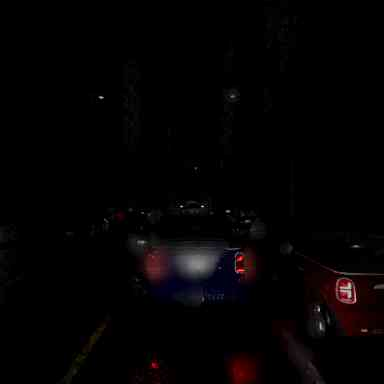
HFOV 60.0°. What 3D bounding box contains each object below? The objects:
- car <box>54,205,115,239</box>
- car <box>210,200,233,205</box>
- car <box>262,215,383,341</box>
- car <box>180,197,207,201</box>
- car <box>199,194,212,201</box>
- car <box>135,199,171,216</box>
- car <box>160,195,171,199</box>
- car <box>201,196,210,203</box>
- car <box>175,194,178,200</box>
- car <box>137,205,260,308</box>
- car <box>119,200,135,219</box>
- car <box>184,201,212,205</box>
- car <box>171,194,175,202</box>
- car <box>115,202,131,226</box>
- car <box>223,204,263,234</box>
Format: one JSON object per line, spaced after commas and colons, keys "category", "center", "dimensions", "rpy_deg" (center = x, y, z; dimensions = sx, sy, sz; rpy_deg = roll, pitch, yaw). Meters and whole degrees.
{"category": "car", "center": [-5.669, 1.567, 17.532], "dimensions": [1.947, 1.339, 4.313], "rpy_deg": [0, 0, 0]}
{"category": "car", "center": [2.858, 1.569, 28.534], "dimensions": [1.947, 1.339, 4.313], "rpy_deg": [0, 0, 0]}
{"category": "car", "center": [2.855, 1.440, 6.528], "dimensions": [1.967, 1.590, 4.097], "rpy_deg": [0, 0, 0]}
{"category": "car", "center": [0.003, 1.459, 27.399], "dimensions": [1.801, 1.575, 5.366], "rpy_deg": [0, 0, 0]}
{"category": "car", "center": [2.896, 1.484, 65.624], "dimensions": [1.967, 1.590, 4.097], "rpy_deg": [0, 0, 0]}
{"category": "car", "center": [-3.025, 1.510, 26.618], "dimensions": [1.837, 1.490, 4.892], "rpy_deg": [0, -1, 0]}
{"category": "car", "center": [-5.628, 1.625, 65.638], "dimensions": [1.802, 1.307, 4.206], "rpy_deg": [0, 0, 0]}
{"category": "car", "center": [2.907, 1.579, 71.203], "dimensions": [1.752, 1.417, 4.829], "rpy_deg": [0, 0, 0]}
{"category": "car", "center": [-5.576, 1.637, 92.510], "dimensions": [1.752, 1.417, 4.829], "rpy_deg": [0, 0, 0]}
{"category": "car", "center": [0.100, 1.352, 8.097], "dimensions": [2.097, 1.767, 4.553], "rpy_deg": [0, 0, 0]}
{"category": "car", "center": [-5.668, 1.443, 28.535], "dimensions": [1.967, 1.590, 4.097], "rpy_deg": [0, 0, 0]}
{"category": "car", "center": [0.098, 1.479, 17.377], "dimensions": [1.882, 1.535, 5.008], "rpy_deg": [0, 0, 0]}
{"category": "car", "center": [-5.607, 1.616, 76.455], "dimensions": [2.008, 1.369, 4.403], "rpy_deg": [0, 0, 0]}
{"category": "car", "center": [-5.669, 1.584, 23.034], "dimensions": [1.802, 1.307, 4.206], "rpy_deg": [0, 0, 0]}
{"category": "car", "center": [2.856, 1.552, 17.531], "dimensions": [2.008, 1.369, 4.403], "rpy_deg": [0, 0, 0]}
